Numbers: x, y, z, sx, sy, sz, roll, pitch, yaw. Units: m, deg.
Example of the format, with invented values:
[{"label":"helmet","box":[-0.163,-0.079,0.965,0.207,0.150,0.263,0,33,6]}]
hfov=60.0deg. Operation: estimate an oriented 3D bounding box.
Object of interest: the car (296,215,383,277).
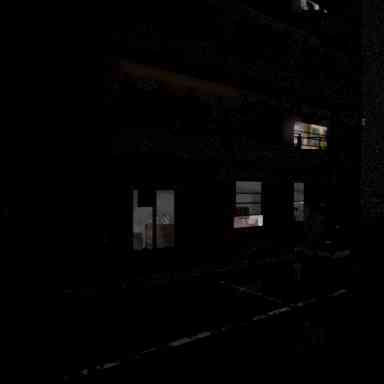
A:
[{"label":"car","box":[5.012,1.582,10.209,4.206,1.307,1.802,0,0,-36]}]

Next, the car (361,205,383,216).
[{"label":"car","box":[16.791,1.888,32.071,1.895,1.301,4.718,0,-1,-36]}]
